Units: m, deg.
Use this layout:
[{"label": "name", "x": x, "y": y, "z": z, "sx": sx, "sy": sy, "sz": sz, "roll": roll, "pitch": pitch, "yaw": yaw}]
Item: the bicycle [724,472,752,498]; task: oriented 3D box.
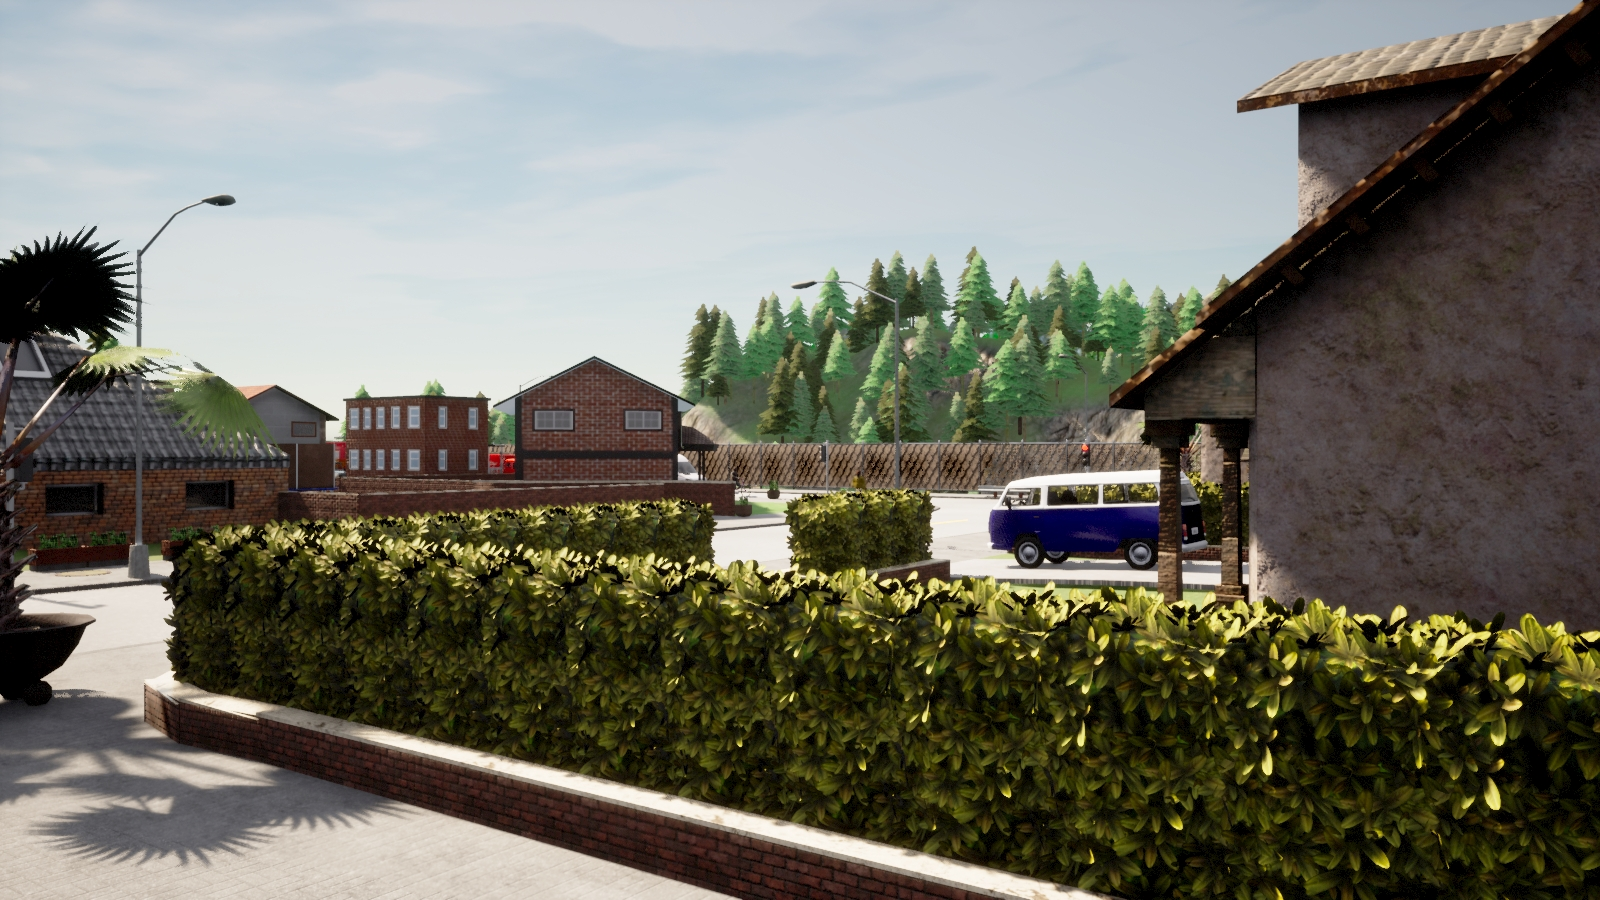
[{"label": "bicycle", "x": -3.643, "y": 2.044, "z": 67.431, "sx": 1.835, "sy": 1.471, "sz": 0.329, "roll": 0, "pitch": 0, "yaw": 35}]

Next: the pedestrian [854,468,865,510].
[{"label": "pedestrian", "x": 2.664, "y": 1.734, "z": 51.227, "sx": 0.375, "sy": 1.860, "sz": 0.375, "roll": 0, "pitch": 0, "yaw": 18}]
